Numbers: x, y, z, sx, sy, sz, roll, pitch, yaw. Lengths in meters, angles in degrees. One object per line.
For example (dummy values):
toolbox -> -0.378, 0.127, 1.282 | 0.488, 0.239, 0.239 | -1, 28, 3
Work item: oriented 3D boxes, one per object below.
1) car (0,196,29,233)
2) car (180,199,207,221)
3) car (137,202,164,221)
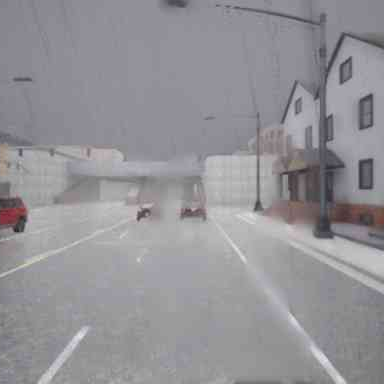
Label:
car -> -10.496, 1.235, 16.922 | 2.150, 2.045, 5.566 | 0, 0, 0
car -> 0.109, 1.386, 27.771 | 2.097, 1.767, 4.553 | 0, 0, 0
car -> -3.424, 1.559, 27.783 | 1.812, 1.442, 4.674 | 0, 0, 0
